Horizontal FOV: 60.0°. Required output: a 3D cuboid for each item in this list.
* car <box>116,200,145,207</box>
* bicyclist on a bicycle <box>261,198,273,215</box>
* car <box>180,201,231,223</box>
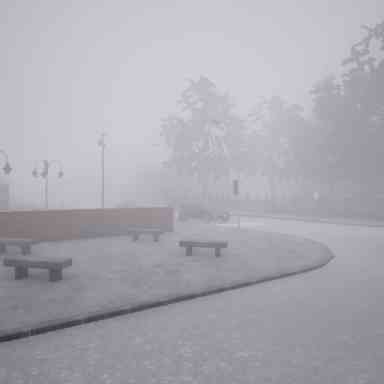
[{"bbox_3d":[-6.747,1.564,36.458,1.994,1.385,4.181,0,0,-35],"label":"car"},{"bbox_3d":[7.079,1.349,31.453,1.656,1.620,0.582,0,0,-35],"label":"bicyclist on a bicycle"},{"bbox_3d":[0.936,1.507,25.610,1.837,1.490,4.892,0,-1,-35],"label":"car"}]
